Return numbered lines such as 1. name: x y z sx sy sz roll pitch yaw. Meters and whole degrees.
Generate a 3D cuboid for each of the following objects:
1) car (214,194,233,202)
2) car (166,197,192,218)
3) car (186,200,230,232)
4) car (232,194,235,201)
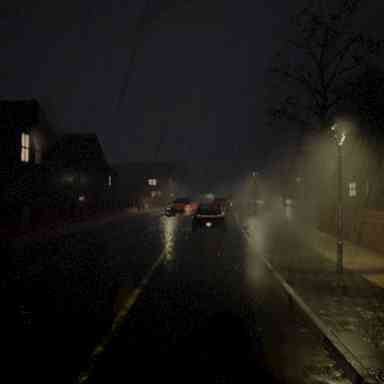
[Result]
1. car: 3.282 1.353 37.310 1.882 1.535 5.008 0 0 9
2. car: -0.874 1.275 29.092 2.097 1.767 4.553 0 0 7
3. car: 1.070 1.438 19.550 2.128 1.511 4.902 0 0 5
4. car: 7.930 1.228 69.925 1.837 1.490 4.892 -1 0 16
